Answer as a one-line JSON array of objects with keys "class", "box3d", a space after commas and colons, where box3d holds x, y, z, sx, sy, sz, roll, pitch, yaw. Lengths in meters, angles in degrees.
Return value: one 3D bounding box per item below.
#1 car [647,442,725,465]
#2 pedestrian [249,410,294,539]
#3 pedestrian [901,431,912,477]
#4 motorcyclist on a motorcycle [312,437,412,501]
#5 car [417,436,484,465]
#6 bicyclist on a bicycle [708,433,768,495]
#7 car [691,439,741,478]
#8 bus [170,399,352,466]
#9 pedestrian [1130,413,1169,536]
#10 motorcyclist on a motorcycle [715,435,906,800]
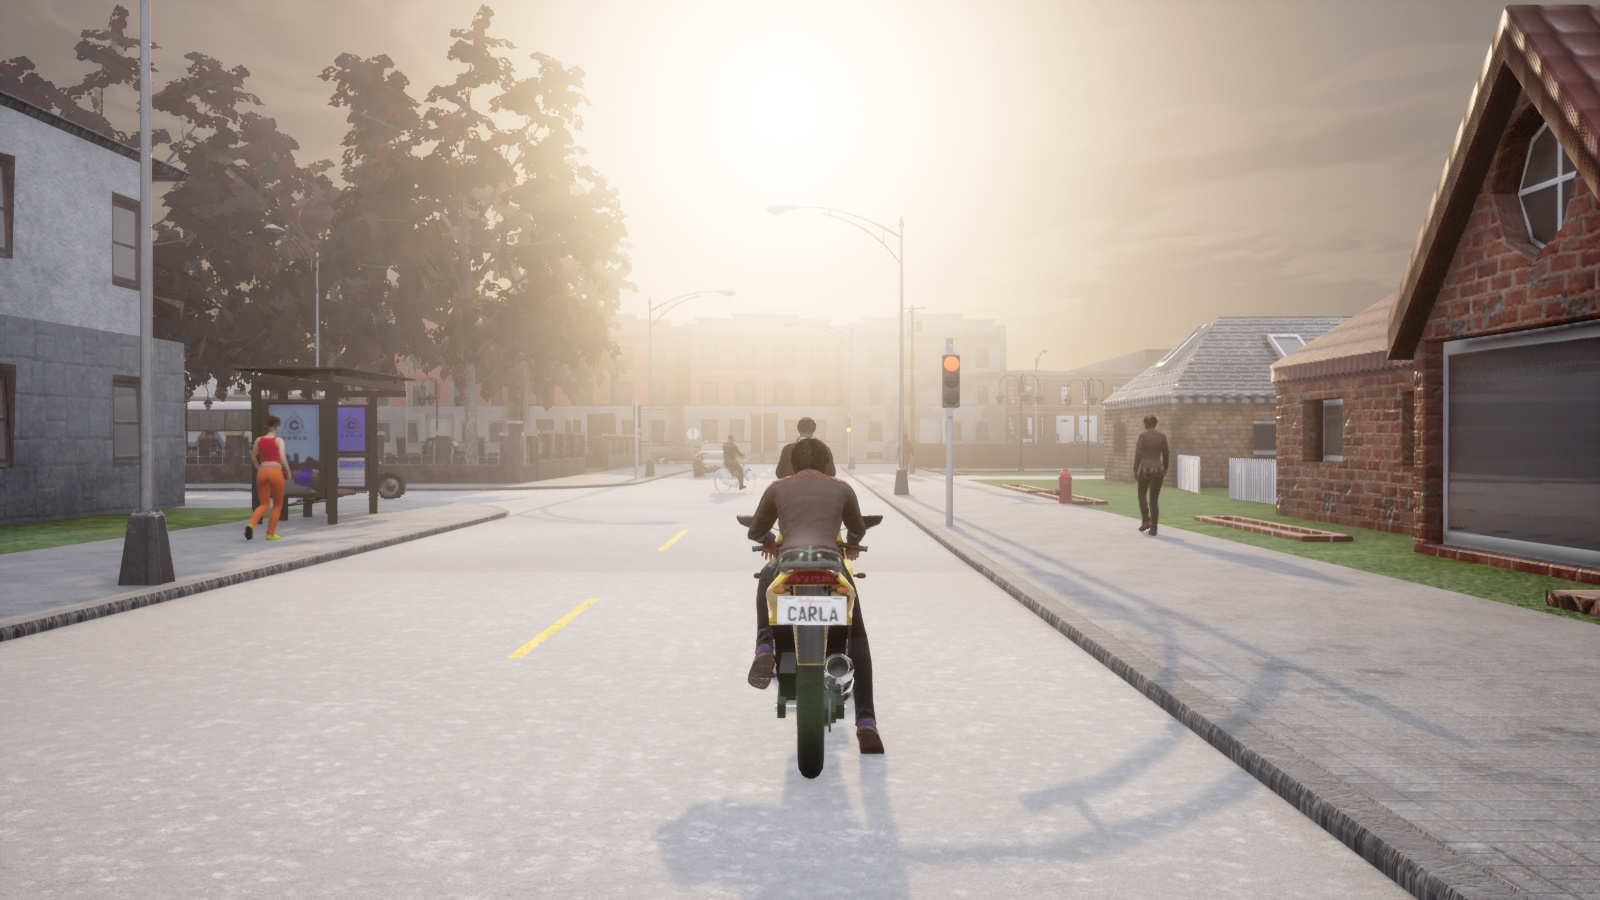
[{"class": "car", "box3d": [-7.812, 0.210, 86.093, 4.902, 1.511, 2.128, 0, 0, 16]}, {"class": "pedestrian", "box3d": [-7.618, 0.348, 18.115, 0.345, 1.836, 0.594, 0, 0, 6]}, {"class": "pedestrian", "box3d": [4.284, 0.173, 50.696, 0.431, 1.840, 0.703, 0, 0, 4]}, {"class": "motorcyclist on a motorcycle", "box3d": [-11.526, 0.501, 33.100, 2.350, 1.649, 0.766, 0, 0, 0]}, {"class": "car", "box3d": [-22.915, 0.058, 82.453, 3.866, 1.878, 1.905, 0, 0, 1]}, {"class": "bicyclist on a bicycle", "box3d": [-1.831, 0.405, 37.363, 0.659, 1.776, 1.843, -2, -1, 39]}, {"class": "car", "box3d": [-3.748, 0.354, 56.532, 2.033, 1.649, 4.856, 0, 0, -1]}, {"class": "bus", "box3d": [-35.270, -1.124, 82.490, 10.273, 4.253, 3.944, 0, 0, 1]}, {"class": "pedestrian", "box3d": [5.236, 0.354, 18.835, 0.328, 1.805, 0.869, 0, 0, 0]}, {"class": "motorcyclist on a motorcycle", "box3d": [0.049, 0.693, 6.256, 0.797, 1.523, 2.044, 0, 0, 0]}]
